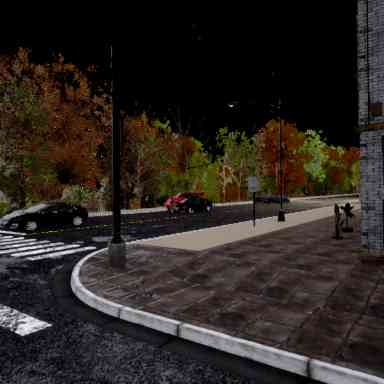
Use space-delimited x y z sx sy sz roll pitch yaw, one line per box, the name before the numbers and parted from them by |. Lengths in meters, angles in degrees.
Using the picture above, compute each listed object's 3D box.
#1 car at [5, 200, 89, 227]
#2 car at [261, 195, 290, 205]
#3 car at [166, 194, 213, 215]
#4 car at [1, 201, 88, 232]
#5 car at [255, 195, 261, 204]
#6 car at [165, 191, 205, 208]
car | -9.900 1.410 23.049 2.128 1.511 4.902 -1 0 37
car | 12.438 1.082 47.812 2.033 1.411 5.357 -1 0 37
car | 0.082 1.252 31.132 1.837 1.490 4.892 -1 0 36
car | -8.464 1.400 19.515 1.837 1.490 4.892 -1 0 36
car | 11.430 1.096 51.878 2.033 1.411 5.357 -1 0 36
car | -0.493 0.978 35.836 2.150 2.045 5.566 -1 0 35
